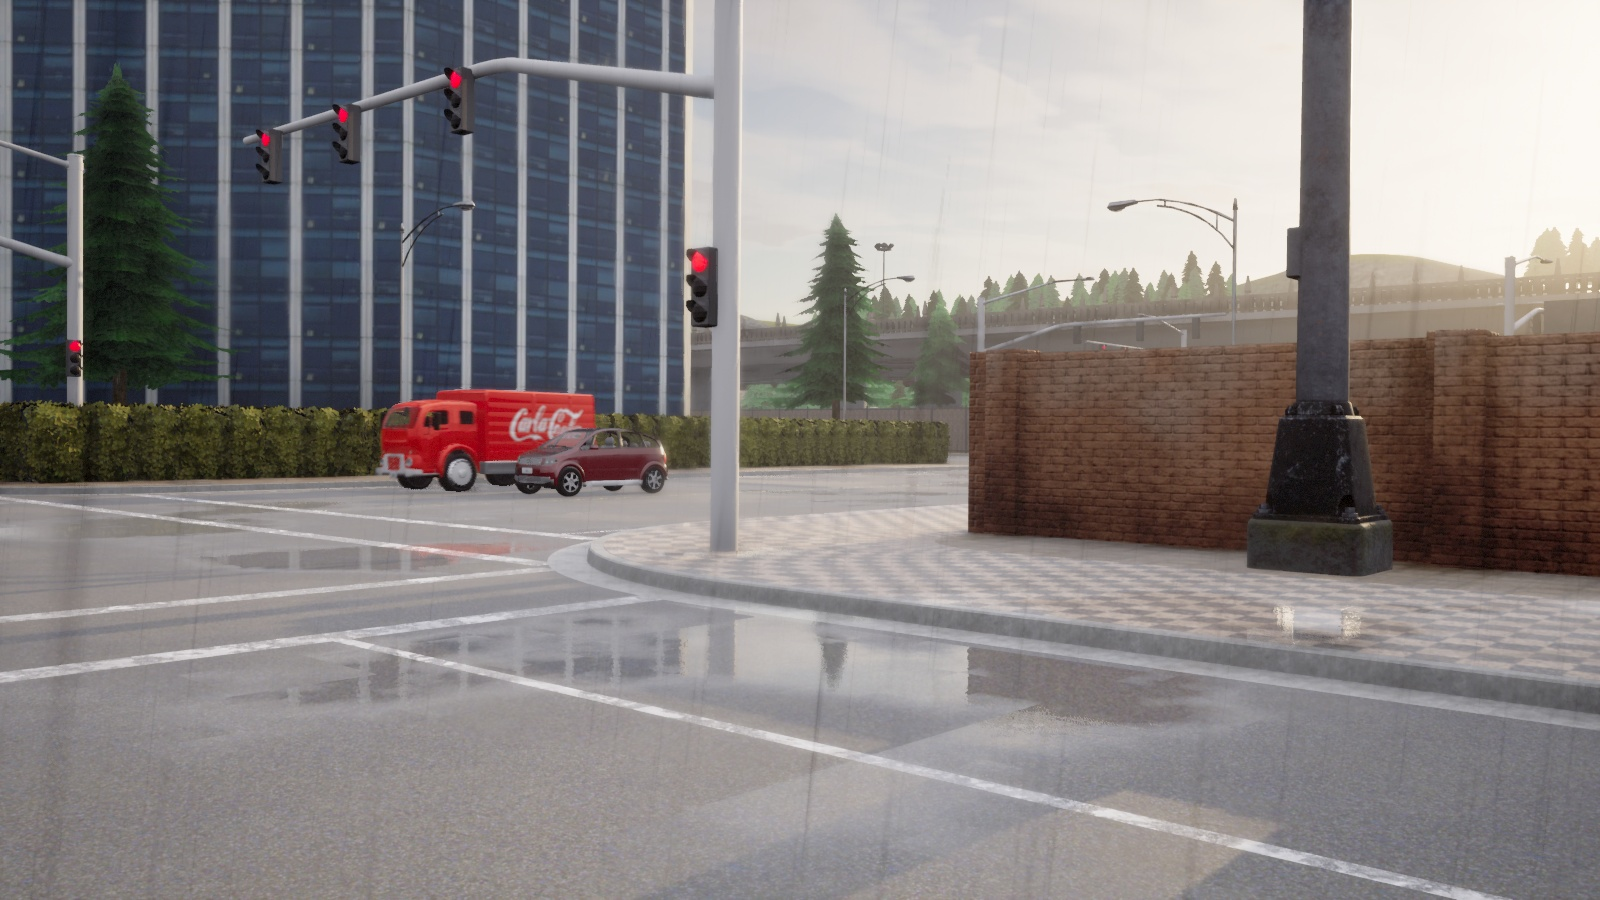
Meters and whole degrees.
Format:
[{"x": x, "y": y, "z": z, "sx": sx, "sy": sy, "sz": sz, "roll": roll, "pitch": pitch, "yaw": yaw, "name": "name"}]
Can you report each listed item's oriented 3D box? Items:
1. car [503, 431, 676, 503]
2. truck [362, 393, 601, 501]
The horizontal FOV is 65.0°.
[{"x": -4.882, "y": 0.352, "z": 29.483, "sx": 1.789, "sy": 1.549, "sz": 3.705, "roll": 0, "pitch": 1, "yaw": 41, "name": "car"}, {"x": -7.858, "y": -0.113, "z": 31.395, "sx": 2.627, "sy": 2.467, "sz": 5.204, "roll": 0, "pitch": 1, "yaw": 41, "name": "truck"}]
